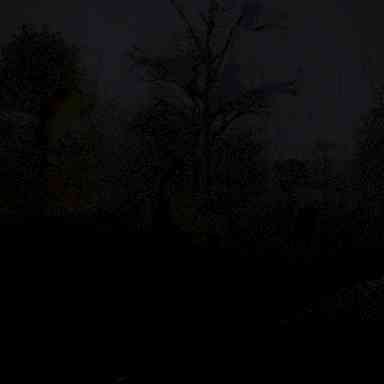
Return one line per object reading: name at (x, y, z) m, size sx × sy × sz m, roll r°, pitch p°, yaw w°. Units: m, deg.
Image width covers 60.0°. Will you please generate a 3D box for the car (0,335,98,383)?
car at (-2.603, 1.525, 1.216) m, size 4.674 × 1.442 × 1.812 m, roll 0°, pitch 0°, yaw -35°
